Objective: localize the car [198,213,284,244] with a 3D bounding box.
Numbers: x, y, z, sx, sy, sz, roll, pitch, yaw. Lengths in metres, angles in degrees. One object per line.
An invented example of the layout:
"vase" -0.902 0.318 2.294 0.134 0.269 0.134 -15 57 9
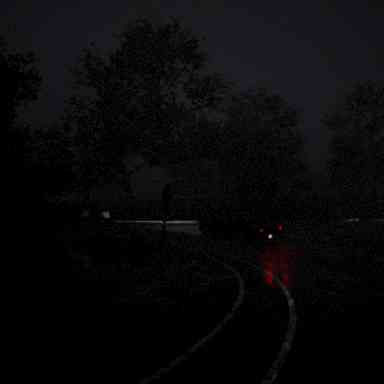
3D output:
"car" 2.337 1.747 17.274 1.895 1.301 4.718 -3 2 -35
